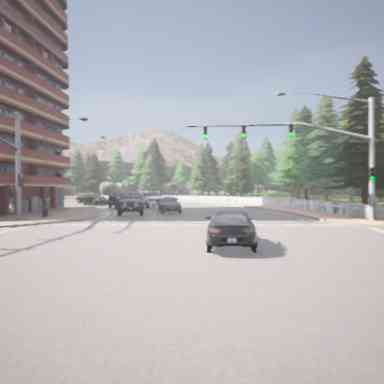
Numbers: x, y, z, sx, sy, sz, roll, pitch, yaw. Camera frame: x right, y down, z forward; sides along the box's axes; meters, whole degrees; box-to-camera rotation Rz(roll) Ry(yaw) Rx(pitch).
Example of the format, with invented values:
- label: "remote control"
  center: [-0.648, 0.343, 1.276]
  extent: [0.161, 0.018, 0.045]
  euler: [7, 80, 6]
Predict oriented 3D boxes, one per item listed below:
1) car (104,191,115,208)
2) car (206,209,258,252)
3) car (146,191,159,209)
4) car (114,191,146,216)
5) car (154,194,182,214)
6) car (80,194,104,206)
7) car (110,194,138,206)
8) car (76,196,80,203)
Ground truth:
- label: "car"
  center: [-8.536, 0.935, 39.860]
  extent: [2.150, 2.045, 5.566]
  euler: [-1, 1, -26]
- label: "car"
  center: [1.541, 1.408, 13.305]
  extent: [1.812, 1.442, 4.674]
  euler: [-1, 1, 5]
- label: "car"
  center: [-5.077, 0.885, 40.656]
  extent: [2.150, 2.045, 5.566]
  euler: [-1, 1, -26]
- label: "car"
  center: [-5.478, 0.990, 29.954]
  extent: [2.150, 2.045, 5.566]
  euler: [-1, 1, -9]
- label: "car"
  center: [-2.165, 1.219, 31.574]
  extent: [1.837, 1.490, 4.892]
  euler: [-1, 1, -12]
- label: "car"
  center: [-13.926, 1.052, 48.199]
  extent: [2.097, 1.767, 4.553]
  euler: [-1, 1, -41]
- label: "car"
  center: [-10.109, 1.136, 49.201]
  extent: [2.128, 1.511, 4.902]
  euler: [-1, 1, -39]
- label: "car"
  center: [-17.595, 1.175, 56.188]
  extent: [4.892, 1.490, 1.837]
  euler: [0, 1, 36]
